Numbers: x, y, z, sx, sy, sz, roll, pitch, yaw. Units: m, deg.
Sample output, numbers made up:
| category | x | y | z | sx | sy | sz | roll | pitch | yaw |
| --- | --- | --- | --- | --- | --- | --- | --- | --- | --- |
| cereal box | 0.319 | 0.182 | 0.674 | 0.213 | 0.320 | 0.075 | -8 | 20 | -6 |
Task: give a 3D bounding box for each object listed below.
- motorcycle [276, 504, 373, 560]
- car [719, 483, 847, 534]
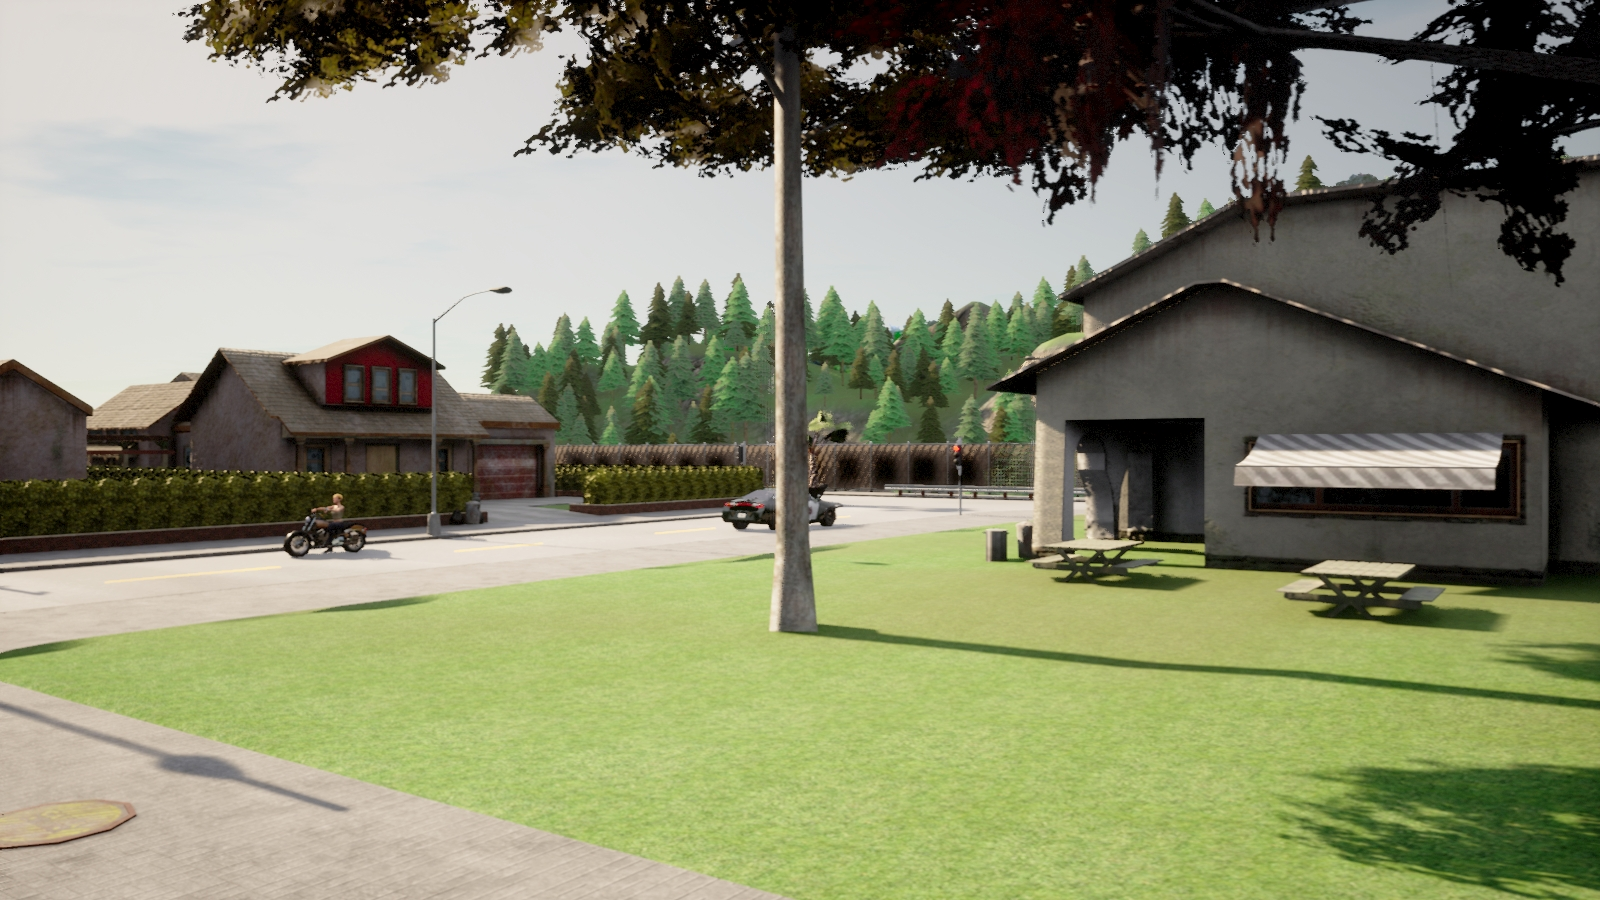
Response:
| category | x | y | z | sx | sy | sz | roll | pitch | yaw |
| --- | --- | --- | --- | --- | --- | --- | --- | --- | --- |
| motorcycle | -12.735 | 2.173 | 30.687 | 0.764 | 1.307 | 2.356 | 0 | 0 | 35 |
| car | -0.535 | 2.053 | 41.207 | 2.038 | 1.542 | 4.974 | 0 | 0 | 37 |
